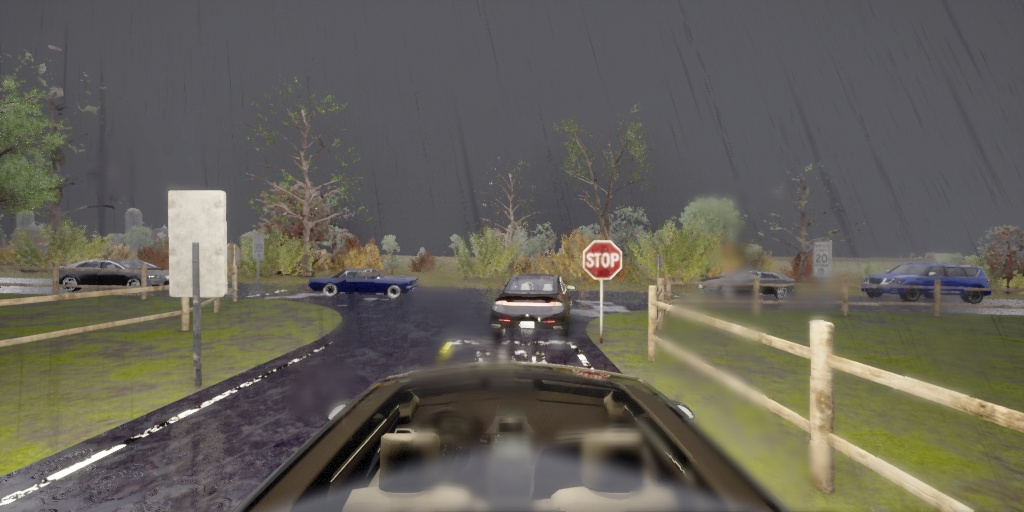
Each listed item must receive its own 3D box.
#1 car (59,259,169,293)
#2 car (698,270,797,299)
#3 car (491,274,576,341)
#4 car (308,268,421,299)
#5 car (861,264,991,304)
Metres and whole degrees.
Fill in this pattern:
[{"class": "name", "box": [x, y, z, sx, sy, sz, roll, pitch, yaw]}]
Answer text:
[{"class": "car", "box": [-18.490, 0.885, 17.020, 4.902, 1.511, 2.128, 1, 1, 0]}, {"class": "car", "box": [13.003, 1.525, 19.932, 4.902, 1.511, 2.128, 1, 1, 0]}, {"class": "car", "box": [0.706, 1.240, 9.973, 2.128, 1.511, 4.902, 0, 0, 9]}, {"class": "car", "box": [-6.823, 1.248, 17.004, 4.718, 1.301, 1.895, 1, 1, 0]}, {"class": "car", "box": [22.899, 1.466, 19.922, 5.566, 2.045, 2.150, 1, 1, 0]}]
